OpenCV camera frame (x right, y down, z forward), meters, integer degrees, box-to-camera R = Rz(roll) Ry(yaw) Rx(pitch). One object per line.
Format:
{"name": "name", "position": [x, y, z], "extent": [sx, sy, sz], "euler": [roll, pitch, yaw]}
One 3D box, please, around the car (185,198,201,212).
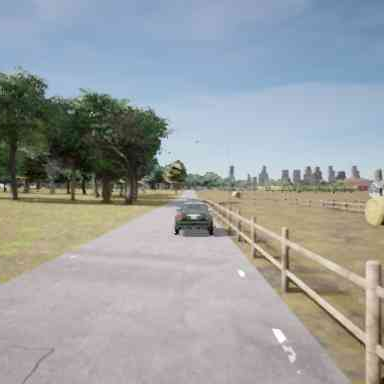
{"name": "car", "position": [0.102, 1.506, 39.458], "extent": [1.837, 1.490, 4.892], "euler": [0, 0, 0]}

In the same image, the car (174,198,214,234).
{"name": "car", "position": [0.103, 1.355, 19.437], "extent": [2.097, 1.767, 4.553], "euler": [0, 0, 0]}
